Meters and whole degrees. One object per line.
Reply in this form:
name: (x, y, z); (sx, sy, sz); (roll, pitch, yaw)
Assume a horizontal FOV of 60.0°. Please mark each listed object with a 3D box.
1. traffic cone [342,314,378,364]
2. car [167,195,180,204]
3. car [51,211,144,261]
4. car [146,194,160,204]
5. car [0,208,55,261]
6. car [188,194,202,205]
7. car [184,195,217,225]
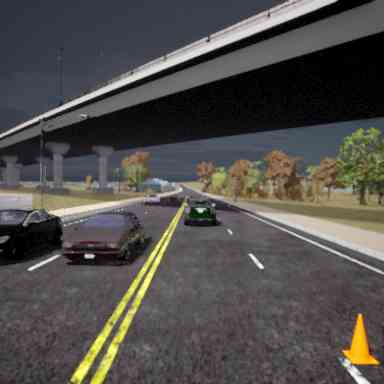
traffic cone: (2.275, 1.950, 4.512); (0.340, 0.580, 0.340); (1, 0, 0)
car: (-2.948, 1.178, 53.409); (1.994, 1.385, 4.181); (1, 0, 0)
car: (-2.923, 1.432, 12.154); (2.033, 1.411, 5.357); (1, 0, 0)
car: (-6.195, 1.105, 53.315); (1.812, 1.442, 4.674); (1, 0, 0)
car: (-6.173, 1.342, 11.664); (2.128, 1.511, 4.902); (1, 0, 0)
car: (0.463, 1.158, 51.458); (2.128, 1.511, 4.902); (1, 0, 0)
car: (0.540, 1.204, 23.101); (2.097, 1.767, 4.553); (1, 0, 0)
